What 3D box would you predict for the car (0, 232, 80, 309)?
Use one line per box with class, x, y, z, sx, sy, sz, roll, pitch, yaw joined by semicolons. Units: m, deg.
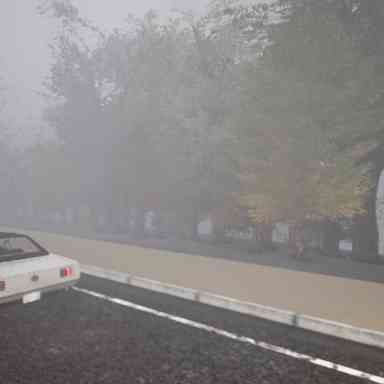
car;-4.580;1.519;7.077;4.718;1.301;1.895;1;0;35
